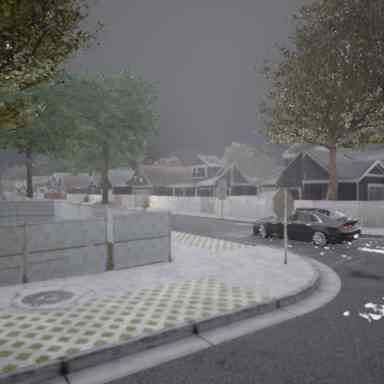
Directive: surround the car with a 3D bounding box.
[{"bbox_3d":[4.873,1.466,14.752,1.837,1.490,4.892,-7,4,-37],"label":"car"}]
